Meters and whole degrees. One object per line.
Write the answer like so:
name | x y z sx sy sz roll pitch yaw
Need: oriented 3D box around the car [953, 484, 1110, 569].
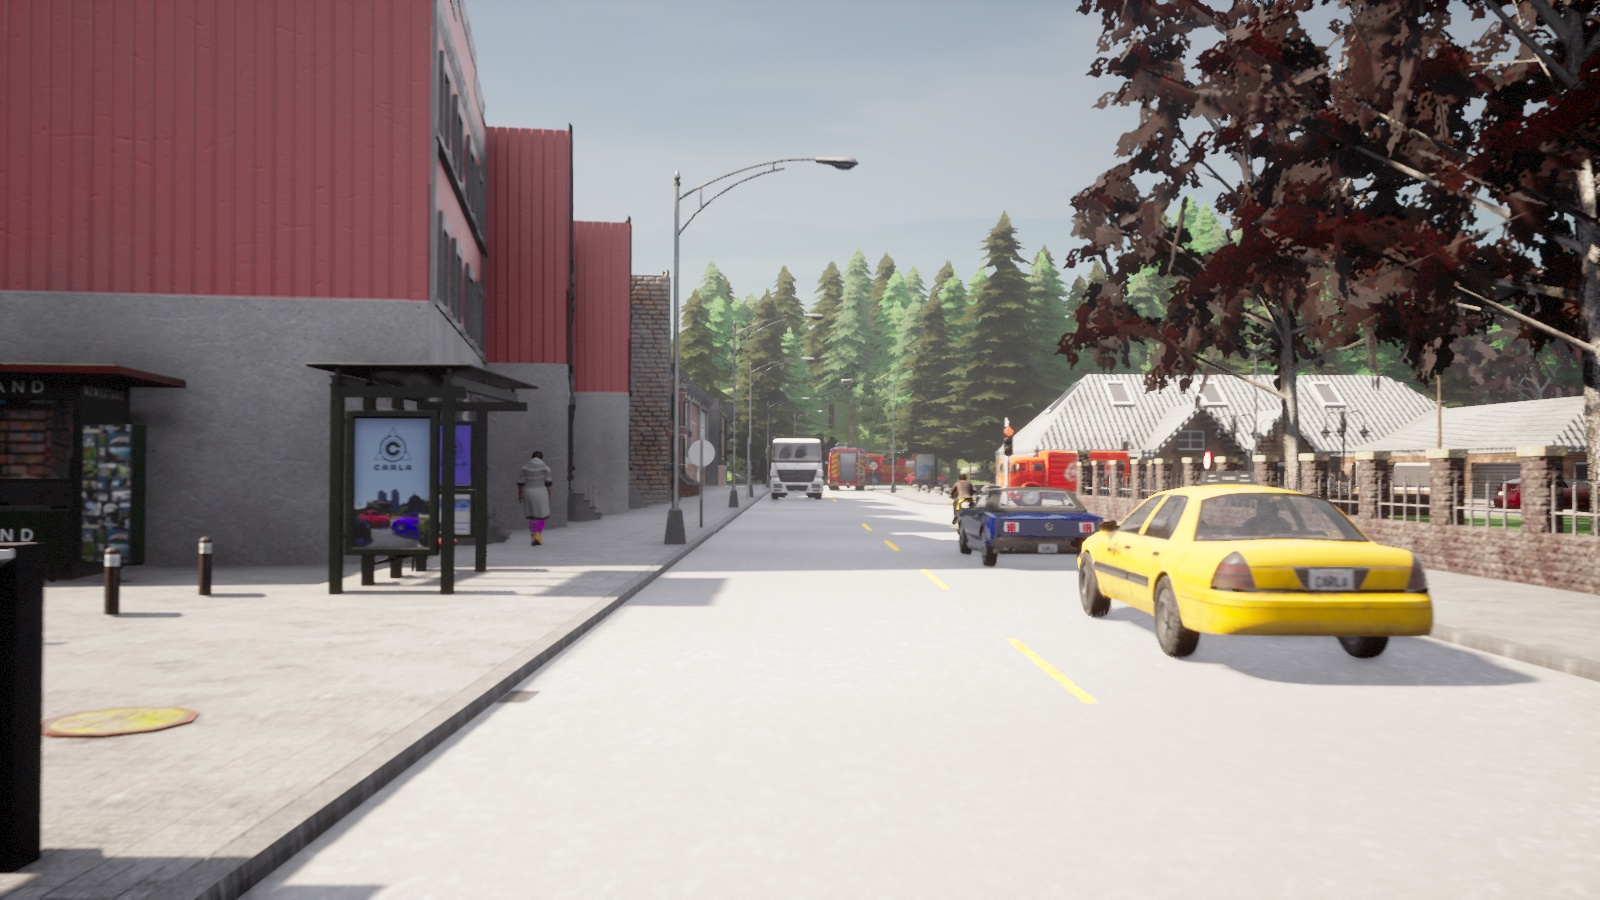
car | 3.947 1.271 22.210 1.895 1.301 4.718 0 -1 0

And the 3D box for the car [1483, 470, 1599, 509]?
car | 29.854 1.522 49.405 4.792 1.488 2.163 0 -1 -2

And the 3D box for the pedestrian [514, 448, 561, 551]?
pedestrian | -5.102 0.954 24.447 0.659 1.952 0.873 0 -1 8

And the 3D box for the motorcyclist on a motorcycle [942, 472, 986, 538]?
motorcyclist on a motorcycle | 3.923 1.287 30.202 0.797 1.523 2.044 0 -1 0

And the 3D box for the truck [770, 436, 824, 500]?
truck | -0.179 1.042 72.186 2.891 3.462 7.936 0 -1 0

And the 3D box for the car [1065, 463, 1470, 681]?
car | 3.970 0.935 11.833 1.801 1.575 5.366 0 -1 0

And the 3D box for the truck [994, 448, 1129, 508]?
truck | 11.048 1.178 53.460 5.204 2.467 2.627 0 -1 0
